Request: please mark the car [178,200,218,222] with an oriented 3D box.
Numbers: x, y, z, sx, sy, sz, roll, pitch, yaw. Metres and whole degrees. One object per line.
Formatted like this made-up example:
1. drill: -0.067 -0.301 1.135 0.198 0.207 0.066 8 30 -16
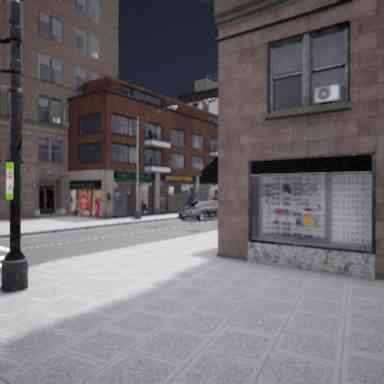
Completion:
1. car: 0.858 1.384 25.539 1.837 1.490 4.892 0 0 35
